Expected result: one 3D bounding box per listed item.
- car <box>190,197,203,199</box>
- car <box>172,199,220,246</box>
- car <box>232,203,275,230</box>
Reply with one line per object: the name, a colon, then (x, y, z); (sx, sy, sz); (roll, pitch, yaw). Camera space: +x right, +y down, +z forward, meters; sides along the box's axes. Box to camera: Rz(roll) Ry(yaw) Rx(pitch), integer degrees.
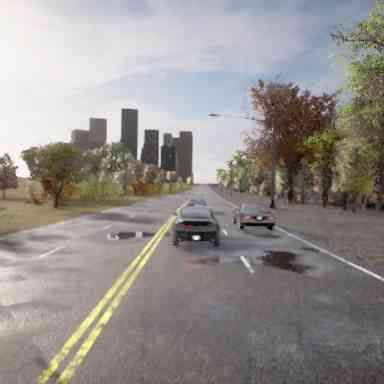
car: (0.435, 1.205, 32.361); (1.994, 1.385, 4.181); (1, 1, 1)
car: (0.181, 1.330, 14.524); (1.837, 1.490, 4.892); (1, 2, 1)
car: (3.509, 1.368, 19.678); (2.033, 1.411, 5.357); (1, 1, 1)
